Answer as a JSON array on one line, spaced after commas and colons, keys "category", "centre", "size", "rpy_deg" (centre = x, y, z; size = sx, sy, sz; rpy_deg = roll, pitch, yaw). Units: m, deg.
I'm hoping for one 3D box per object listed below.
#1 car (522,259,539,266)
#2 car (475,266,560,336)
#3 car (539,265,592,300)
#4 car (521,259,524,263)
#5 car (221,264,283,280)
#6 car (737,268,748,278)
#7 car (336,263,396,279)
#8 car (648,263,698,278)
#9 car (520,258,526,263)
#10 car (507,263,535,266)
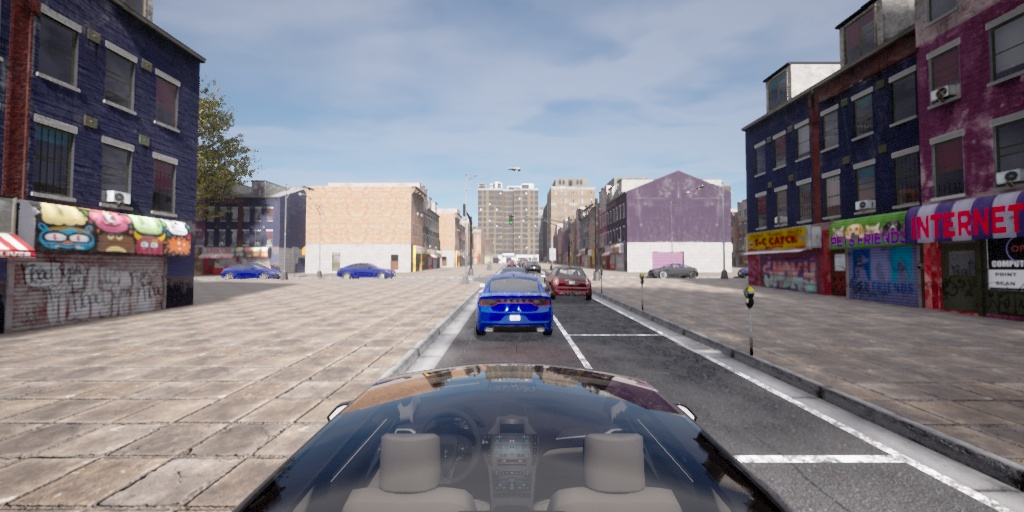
[{"category": "car", "centre": [2.616, 1.408, 44.510], "size": [1.948, 1.339, 4.313], "rpy_deg": [0, 0, 0]}, {"category": "car", "centre": [0.036, 1.231, 10.465], "size": [1.882, 1.535, 5.008], "rpy_deg": [0, 0, -1]}, {"category": "car", "centre": [2.628, 1.201, 17.766], "size": [1.967, 1.591, 4.097], "rpy_deg": [0, 0, 0]}, {"category": "car", "centre": [2.613, 1.438, 49.946], "size": [1.948, 1.339, 4.313], "rpy_deg": [0, 0, 0]}, {"category": "car", "centre": [-21.542, 1.353, 29.866], "size": [4.674, 1.442, 1.812], "rpy_deg": [-1, -2, 1]}, {"category": "car", "centre": [23.046, 1.328, 32.551], "size": [4.674, 1.442, 1.812], "rpy_deg": [0, -2, 0]}, {"category": "car", "centre": [-12.068, 1.285, 29.810], "size": [4.674, 1.442, 1.812], "rpy_deg": [0, -2, 0]}, {"category": "car", "centre": [14.592, 1.371, 32.602], "size": [4.181, 1.385, 1.994], "rpy_deg": [0, -2, 0]}, {"category": "car", "centre": [2.611, 1.433, 55.553], "size": [1.751, 1.417, 4.829], "rpy_deg": [0, 0, 0]}, {"category": "car", "centre": [0.091, 1.288, 18.224], "size": [1.812, 1.442, 4.674], "rpy_deg": [0, 0, 0]}]
